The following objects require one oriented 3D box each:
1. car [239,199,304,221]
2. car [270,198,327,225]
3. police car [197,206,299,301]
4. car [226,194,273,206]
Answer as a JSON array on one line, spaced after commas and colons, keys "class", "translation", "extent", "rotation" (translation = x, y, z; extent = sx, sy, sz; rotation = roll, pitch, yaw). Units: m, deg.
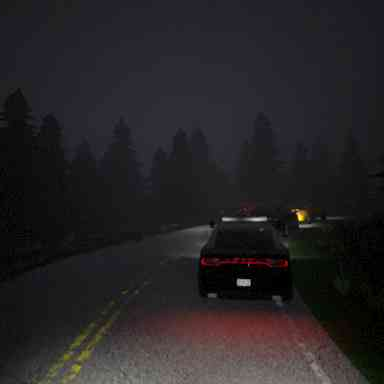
[{"class": "car", "translation": [4.230, 1.377, 17.107], "extent": [1.837, 1.490, 4.892], "rotation": [-2, 0, 27]}, {"class": "car", "translation": [7.336, 1.228, 21.910], "extent": [1.801, 1.575, 5.366], "rotation": [-4, -2, 38]}, {"class": "police car", "translation": [1.349, 1.395, 8.490], "extent": [1.930, 1.638, 5.238], "rotation": [-1, 0, 10]}, {"class": "car", "translation": [4.328, 1.189, 24.621], "extent": [2.150, 2.045, 5.566], "rotation": [-4, -2, 40]}]
